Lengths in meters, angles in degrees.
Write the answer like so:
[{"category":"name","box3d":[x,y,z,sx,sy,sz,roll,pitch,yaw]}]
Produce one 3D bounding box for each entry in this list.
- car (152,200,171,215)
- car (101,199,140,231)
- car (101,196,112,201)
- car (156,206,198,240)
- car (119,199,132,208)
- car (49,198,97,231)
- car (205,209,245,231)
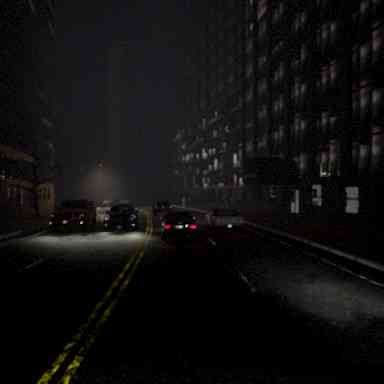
[{"category":"car","box3d":[-3.518,1.731,38.766,2.097,1.767,4.553,0,0,-10]},{"category":"car","box3d":[-4.674,1.585,22.486,2.097,1.767,4.553,0,-1,-6]},{"category":"car","box3d":[-16.241,1.867,63.582,2.150,2.045,5.566,0,0,-16]},{"category":"car","box3d":[-0.770,1.726,18.217,2.033,1.411,5.357,0,-1,-5]},{"category":"car","box3d":[-12.645,2.166,62.852,2.033,1.411,5.357,0,0,-16]},{"category":"car","box3d":[-7.949,1.468,22.770,2.150,2.045,5.566,0,-1,-6]},{"category":"car","box3d":[2.075,1.811,22.495,1.895,1.301,4.718,0,-1,-6]}]
